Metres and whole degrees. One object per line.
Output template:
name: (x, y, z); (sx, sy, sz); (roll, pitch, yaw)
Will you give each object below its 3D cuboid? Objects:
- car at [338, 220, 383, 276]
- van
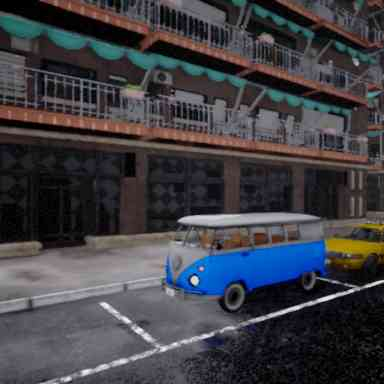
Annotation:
car: (5.663, 1.610, 10.597); (4.829, 1.417, 1.752); (1, 0, -36)
van: (1.307, 1.383, 7.489); (3.998, 1.788, 1.690); (1, 0, -36)
